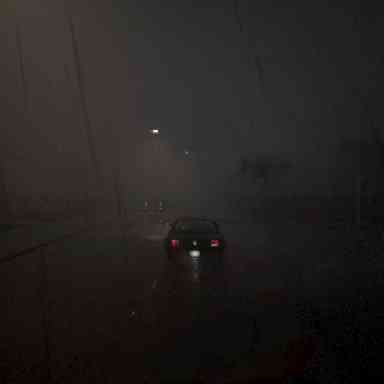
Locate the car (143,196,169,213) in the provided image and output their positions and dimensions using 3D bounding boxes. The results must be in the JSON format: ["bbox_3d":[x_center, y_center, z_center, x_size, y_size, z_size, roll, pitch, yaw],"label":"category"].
[{"bbox_3d":[-4.082,1.300,36.877,2.097,1.767,4.553,0,0,0],"label":"car"}]

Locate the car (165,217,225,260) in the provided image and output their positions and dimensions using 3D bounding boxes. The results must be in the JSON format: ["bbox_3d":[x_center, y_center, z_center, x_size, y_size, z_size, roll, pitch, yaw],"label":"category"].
[{"bbox_3d":[0.096,1.583,12.388,1.895,1.301,4.718,0,0,0],"label":"car"}]

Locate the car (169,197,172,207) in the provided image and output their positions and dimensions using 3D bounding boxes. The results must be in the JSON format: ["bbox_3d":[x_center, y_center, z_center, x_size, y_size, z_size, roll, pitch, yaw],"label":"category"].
[{"bbox_3d":[-4.059,1.434,49.505,1.837,1.490,4.892,0,0,0],"label":"car"}]
